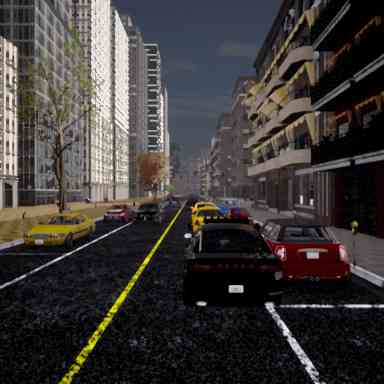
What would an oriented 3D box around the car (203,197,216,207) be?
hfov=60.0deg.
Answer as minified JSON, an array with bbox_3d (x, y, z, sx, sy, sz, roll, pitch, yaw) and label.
[{"bbox_3d":[2.780,1.585,53.635,2.008,1.369,4.403,0,0,0],"label":"car"}]

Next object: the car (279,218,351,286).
[{"bbox_3d":[2.706,1.442,9.373,1.967,1.590,4.097,0,0,0],"label":"car"}]

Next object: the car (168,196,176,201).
[{"bbox_3d":[-5.538,1.662,91.560,1.947,1.339,4.313,0,0,0],"label":"car"}]

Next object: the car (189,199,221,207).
[{"bbox_3d":[0.941,1.488,24.046,1.882,1.535,5.008,0,0,0],"label":"car"}]

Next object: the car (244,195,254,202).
[{"bbox_3d":[13.549,1.402,73.023,4.403,1.369,2.008,-1,1,0],"label":"car"}]

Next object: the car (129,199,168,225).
[{"bbox_3d":[-3.057,1.514,24.180,1.837,1.490,4.892,0,0,0],"label":"car"}]

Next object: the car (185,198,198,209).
[{"bbox_3d":[0.112,1.504,46.090,1.882,1.535,5.008,0,0,0],"label":"car"}]

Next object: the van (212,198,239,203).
[{"bbox_3d":[2.734,1.352,25.971,1.690,1.788,3.998,0,0,0],"label":"van"}]

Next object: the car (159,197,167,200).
[{"bbox_3d":[-5.600,1.579,53.649,1.887,1.381,4.507,0,0,0],"label":"car"}]

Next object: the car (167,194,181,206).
[{"bbox_3d":[-2.904,1.564,56.976,1.812,1.442,4.674,0,0,0],"label":"car"}]

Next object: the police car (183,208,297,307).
[{"bbox_3d":[0.823,1.427,8.180,1.930,1.638,5.238,0,0,2],"label":"police car"}]

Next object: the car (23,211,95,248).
[{"bbox_3d":[-5.665,1.529,14.750,1.752,1.417,4.829,0,0,0],"label":"car"}]

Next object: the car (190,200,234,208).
[{"bbox_3d":[0.932,1.461,18.235,1.801,1.575,5.366,0,0,0],"label":"car"}]

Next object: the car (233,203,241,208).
[{"bbox_3d":[2.724,1.589,20.439,1.802,1.307,4.206,0,0,0],"label":"car"}]

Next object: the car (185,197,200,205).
[{"bbox_3d":[0.131,1.642,59.166,1.895,1.301,4.718,0,0,8],"label":"car"}]

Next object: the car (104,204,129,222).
[{"bbox_3d":[-5.647,1.593,25.986,1.802,1.307,4.206,0,0,0],"label":"car"}]
